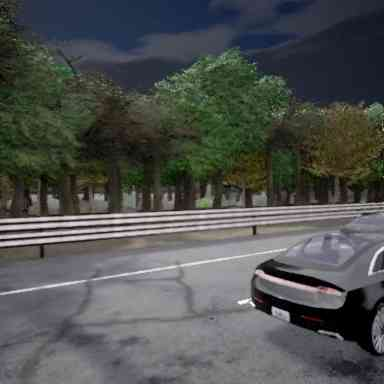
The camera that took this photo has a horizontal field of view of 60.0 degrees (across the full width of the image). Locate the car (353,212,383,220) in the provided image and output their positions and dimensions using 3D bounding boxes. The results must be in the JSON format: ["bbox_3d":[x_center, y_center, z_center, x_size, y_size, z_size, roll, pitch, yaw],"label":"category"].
[{"bbox_3d":[7.814,1.533,13.618,4.181,1.385,1.994,0,0,-35],"label":"car"}]

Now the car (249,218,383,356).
[{"bbox_3d":[3.218,1.481,6.057,4.902,1.511,2.128,0,0,-35],"label":"car"}]
